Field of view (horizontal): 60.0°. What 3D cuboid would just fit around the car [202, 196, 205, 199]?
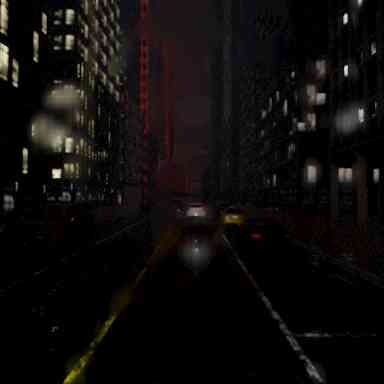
[{"bbox_3d":[3.454,1.798,69.300,2.192,1.841,5.009,1,0,1],"label":"car"}]

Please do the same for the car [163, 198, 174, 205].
[{"bbox_3d":[-4.931,2.025,69.307,1.887,1.381,4.507,1,0,1],"label":"car"}]

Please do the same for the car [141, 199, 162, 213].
[{"bbox_3d":[-5.238,1.831,41.433,1.887,1.381,4.507,1,0,1],"label":"car"}]

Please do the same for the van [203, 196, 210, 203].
[{"bbox_3d":[3.638,1.941,86.030,1.690,1.788,3.998,1,0,1],"label":"van"}]

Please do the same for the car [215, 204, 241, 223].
[{"bbox_3d":[2.961,1.699,24.855,1.752,1.417,4.829,1,0,1],"label":"car"}]

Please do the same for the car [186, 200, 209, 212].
[{"bbox_3d":[0.401,1.741,31.026,1.812,1.442,4.674,0,0,1],"label":"car"}]

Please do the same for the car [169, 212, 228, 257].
[{"bbox_3d":[0.190,1.694,13.272,1.895,1.301,4.718,0,0,1],"label":"car"}]

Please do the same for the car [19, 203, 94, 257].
[{"bbox_3d":[-5.540,1.409,13.562,2.192,1.841,5.009,1,0,1],"label":"car"}]

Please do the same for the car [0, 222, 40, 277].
[{"bbox_3d":[-5.607,1.637,7.985,1.802,1.307,4.206,1,0,1],"label":"car"}]

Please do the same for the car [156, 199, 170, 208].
[{"bbox_3d":[-5.054,1.953,58.158,2.008,1.369,4.403,1,0,1],"label":"car"}]

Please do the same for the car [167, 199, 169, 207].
[{"bbox_3d":[-5.115,1.908,52.583,1.887,1.381,4.507,1,0,1],"label":"car"}]

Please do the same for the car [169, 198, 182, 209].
[{"bbox_3d":[-2.513,1.913,52.846,2.033,1.411,5.357,0,0,1],"label":"car"}]

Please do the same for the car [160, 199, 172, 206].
[{"bbox_3d":[-4.993,2.007,63.732,1.947,1.339,4.313,1,0,1],"label":"car"}]

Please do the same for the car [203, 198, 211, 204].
[{"bbox_3d":[3.572,2.143,80.452,1.802,1.307,4.206,1,0,1],"label":"car"}]

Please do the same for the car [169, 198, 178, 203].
[{"bbox_3d":[-4.747,2.149,86.031,2.008,1.369,4.403,1,0,1],"label":"car"}]

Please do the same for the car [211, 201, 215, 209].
[{"bbox_3d":[3.020,1.777,30.261,1.947,1.339,4.313,1,0,1],"label":"car"}]

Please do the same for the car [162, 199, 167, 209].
[{"bbox_3d":[-5.176,1.876,47.008,2.008,1.369,4.403,1,0,1],"label":"car"}]

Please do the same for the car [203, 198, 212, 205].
[{"bbox_3d":[3.511,2.087,74.875,1.947,1.339,4.313,1,0,1],"label":"car"}]

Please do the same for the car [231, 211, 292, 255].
[{"bbox_3d":[2.835,1.677,13.529,1.802,1.307,4.206,1,0,1],"label":"car"}]

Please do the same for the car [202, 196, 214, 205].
[{"bbox_3d":[3.389,1.988,63.721,1.887,1.381,4.507,1,0,1],"label":"car"}]
